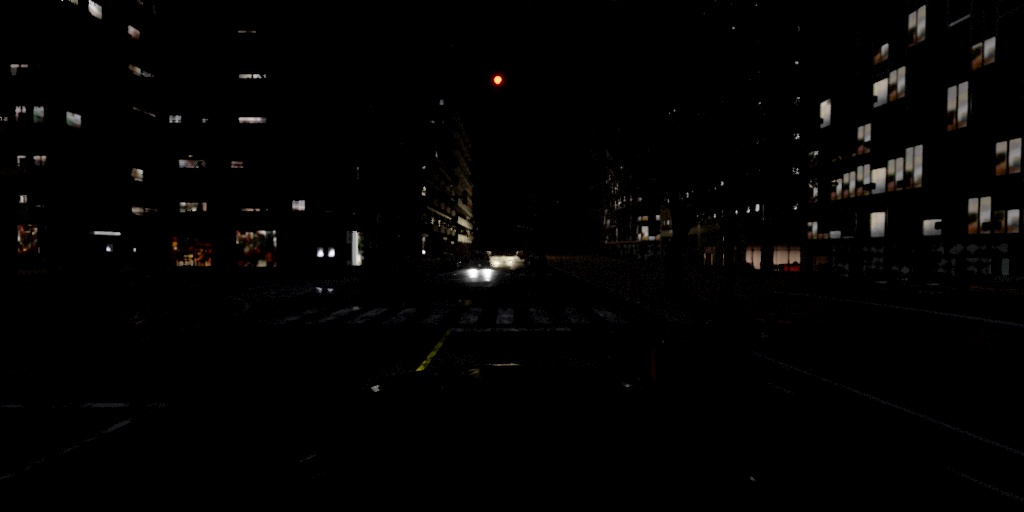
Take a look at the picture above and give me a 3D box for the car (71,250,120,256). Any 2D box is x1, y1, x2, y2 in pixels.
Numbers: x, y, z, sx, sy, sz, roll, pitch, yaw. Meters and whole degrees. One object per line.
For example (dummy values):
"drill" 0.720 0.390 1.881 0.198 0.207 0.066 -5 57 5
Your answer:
"car" -27.757 0.373 23.305 4.097 1.591 1.967 0 0 -1

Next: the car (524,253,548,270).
"car" 2.484 0.592 34.651 1.888 1.381 4.507 0 0 0

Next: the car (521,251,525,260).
"car" 2.412 0.343 45.884 1.751 1.417 4.829 0 0 0

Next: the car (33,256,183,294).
"car" -16.518 0.804 15.113 4.403 1.370 2.007 0 0 -1

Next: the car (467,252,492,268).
"car" -3.228 0.583 37.864 1.895 1.301 4.718 0 1 0

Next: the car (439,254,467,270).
"car" -5.896 0.600 34.598 2.007 1.370 4.403 0 0 0

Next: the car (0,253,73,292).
"car" -21.915 0.705 15.023 4.829 1.417 1.751 0 0 -1

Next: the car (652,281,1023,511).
"car" 2.691 1.052 2.272 2.192 1.841 5.009 0 0 0

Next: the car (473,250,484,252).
"car" -6.038 0.034 56.723 1.967 1.591 4.097 0 0 0

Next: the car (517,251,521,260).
"car" 2.307 0.060 62.307 1.802 1.307 4.207 0 0 0

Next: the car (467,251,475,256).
"car" -5.967 0.371 45.661 2.007 1.370 4.403 0 0 0
